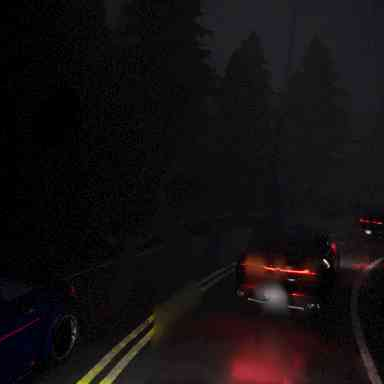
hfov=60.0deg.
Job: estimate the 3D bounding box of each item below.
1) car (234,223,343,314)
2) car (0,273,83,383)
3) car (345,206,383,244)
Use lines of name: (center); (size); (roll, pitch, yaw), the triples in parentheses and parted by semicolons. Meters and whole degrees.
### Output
car: (2.427, 1.503, 7.857); (1.837, 1.490, 4.892); (2, 1, 25)
car: (-2.850, 1.532, 3.141); (1.994, 1.385, 4.181); (1, 1, 13)
car: (9.479, 1.409, 15.351); (4.892, 1.490, 1.837); (-1, 5, -33)
